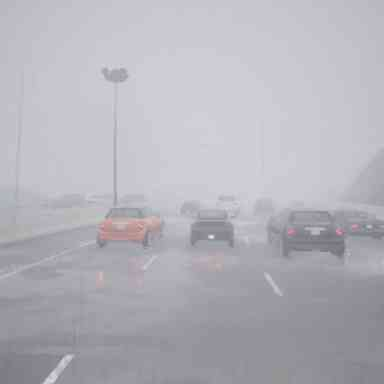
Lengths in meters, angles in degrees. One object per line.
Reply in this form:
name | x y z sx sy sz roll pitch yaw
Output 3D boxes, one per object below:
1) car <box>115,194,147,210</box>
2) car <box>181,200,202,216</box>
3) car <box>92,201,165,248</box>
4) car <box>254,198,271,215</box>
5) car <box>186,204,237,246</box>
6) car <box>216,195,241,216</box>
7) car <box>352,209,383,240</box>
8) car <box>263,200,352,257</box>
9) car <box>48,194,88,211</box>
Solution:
car | -8.163 1.266 45.064 2.150 2.045 5.566 0 0 15
car | 0.145 1.551 33.491 1.837 1.490 4.892 0 0 11
car | -2.567 1.366 15.000 2.097 1.767 4.553 0 0 5
car | 7.611 1.417 34.975 2.097 1.767 4.553 0 0 12
car | 0.985 1.528 15.555 1.837 1.490 4.892 0 0 5
car | 3.752 1.276 33.791 2.150 2.045 5.566 0 0 12
car | 8.159 1.590 17.262 2.033 1.411 5.357 0 0 7
car | 4.291 1.380 13.228 2.097 1.767 4.553 0 0 5
car | -15.890 1.243 43.034 2.150 2.045 5.566 0 0 14
